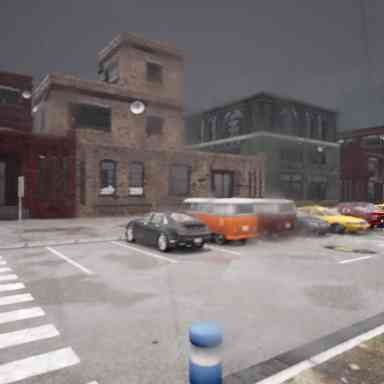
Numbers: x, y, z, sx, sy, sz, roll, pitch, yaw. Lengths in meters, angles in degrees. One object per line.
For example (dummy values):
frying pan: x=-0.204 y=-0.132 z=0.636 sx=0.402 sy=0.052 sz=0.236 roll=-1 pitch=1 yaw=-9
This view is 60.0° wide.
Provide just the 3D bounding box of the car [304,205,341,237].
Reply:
car: x=5.612 y=1.632 z=19.037 sx=2.002 sy=1.452 sz=4.674 roll=1 pitch=0 yaw=-35

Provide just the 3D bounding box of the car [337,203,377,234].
car: x=7.985 y=1.614 z=20.497 sx=1.946 sy=1.575 sz=5.366 roll=1 pitch=0 yaw=-35

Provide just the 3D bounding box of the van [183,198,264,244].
van: x=1.020 y=1.314 z=15.907 sx=1.878 sy=1.987 sz=4.442 roll=1 pitch=0 yaw=-35

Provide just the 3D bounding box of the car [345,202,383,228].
car: x=10.144 y=1.642 z=22.256 sx=2.097 sy=1.535 sz=5.008 roll=1 pitch=0 yaw=-35

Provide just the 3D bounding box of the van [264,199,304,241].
van: x=3.284 y=1.340 z=17.519 sx=1.878 sy=1.987 sz=4.442 roll=1 pitch=0 yaw=-35

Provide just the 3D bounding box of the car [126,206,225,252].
car: x=-1.174 y=1.514 z=14.192 sx=2.231 sy=1.521 sz=4.892 roll=1 pitch=0 yaw=-35
